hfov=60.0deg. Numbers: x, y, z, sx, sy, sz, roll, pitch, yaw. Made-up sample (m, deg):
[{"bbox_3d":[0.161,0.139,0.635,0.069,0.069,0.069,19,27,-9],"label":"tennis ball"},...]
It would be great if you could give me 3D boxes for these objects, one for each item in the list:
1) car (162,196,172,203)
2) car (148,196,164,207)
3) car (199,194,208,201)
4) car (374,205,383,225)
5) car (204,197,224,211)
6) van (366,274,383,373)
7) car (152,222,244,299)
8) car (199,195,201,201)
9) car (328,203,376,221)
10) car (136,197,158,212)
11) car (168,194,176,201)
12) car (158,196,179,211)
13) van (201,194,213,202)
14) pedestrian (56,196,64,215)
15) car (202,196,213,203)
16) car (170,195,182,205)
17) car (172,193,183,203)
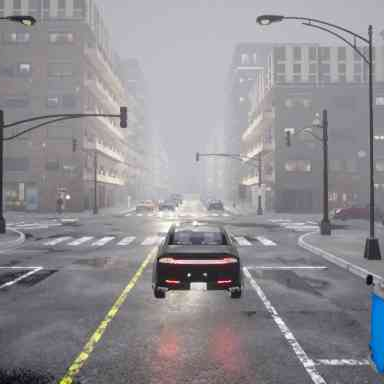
[{"bbox_3d":[-5.485,1.575,73.789,1.887,1.381,4.507,1,0,0],"label":"car"},{"bbox_3d":[-5.542,1.459,51.218,1.967,1.590,4.097,1,0,0],"label":"car"},{"bbox_3d":[2.928,1.352,85.051,2.192,1.841,5.009,1,0,0],"label":"car"},{"bbox_3d":[13.590,1.583,19.687,4.313,1.339,1.947,0,-1,1],"label":"car"},{"bbox_3d":[2.807,1.580,39.911,1.947,1.339,4.313,1,0,0],"label":"car"},{"bbox_3d":[2.679,1.342,1.965,1.690,1.788,3.998,1,0,0],"label":"van"},{"bbox_3d":[0.123,1.494,8.454,2.128,1.511,4.902,0,0,0],"label":"car"},{"bbox_3d":[2.881,1.552,68.294,1.752,1.417,4.829,1,0,0],"label":"car"},{"bbox_3d":[13.715,1.608,28.068,4.097,1.590,1.967,0,-1,1],"label":"car"},{"bbox_3d":[-5.573,1.539,39.763,1.752,1.417,4.829,1,0,0],"label":"car"},{"bbox_3d":[-5.439,1.480,90.717,1.967,1.590,4.097,1,0,0],"label":"car"},{"bbox_3d":[-2.995,1.562,40.910,2.033,1.411,5.357,0,0,0],"label":"car"},{"bbox_3d":[2.854,1.362,56.838,1.690,1.788,3.998,1,0,0],"label":"van"},{"bbox_3d":[-12.457,1.217,31.392,0.375,1.860,0.375,0,-1,1],"label":"pedestrian"},{"bbox_3d":[2.821,1.567,45.554,2.008,1.369,4.403,1,0,0],"label":"car"},{"bbox_3d":[-2.961,1.544,50.813,1.812,1.442,4.674,0,0,0],"label":"car"},{"bbox_3d":[-2.902,1.245,61.551,2.150,2.045,5.566,0,0,1],"label":"car"}]
